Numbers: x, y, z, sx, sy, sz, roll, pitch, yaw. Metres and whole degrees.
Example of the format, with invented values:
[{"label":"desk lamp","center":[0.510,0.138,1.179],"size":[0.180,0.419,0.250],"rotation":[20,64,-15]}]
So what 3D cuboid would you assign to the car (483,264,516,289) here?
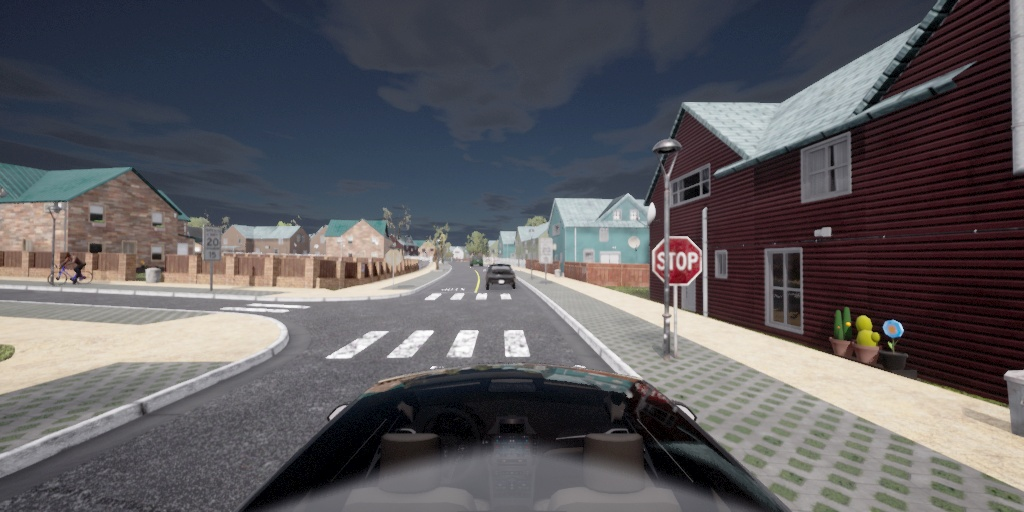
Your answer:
[{"label":"car","center":[-0.807,1.255,23.454],"size":[1.837,1.490,4.892],"rotation":[0,0,-4]}]

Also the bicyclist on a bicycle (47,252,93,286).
[{"label":"bicyclist on a bicycle","center":[-21.639,0.635,17.613],"size":[0.582,1.620,1.656],"rotation":[1,0,9]}]
